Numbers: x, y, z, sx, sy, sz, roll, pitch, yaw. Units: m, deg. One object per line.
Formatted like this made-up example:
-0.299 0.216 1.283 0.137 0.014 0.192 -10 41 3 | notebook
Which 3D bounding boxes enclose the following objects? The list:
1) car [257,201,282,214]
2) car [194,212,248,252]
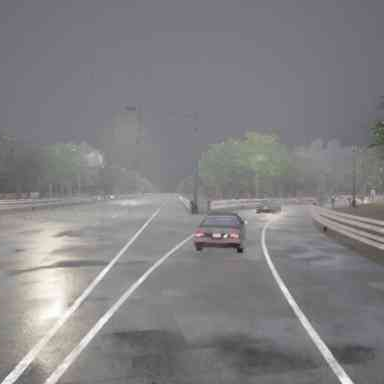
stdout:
8.420 1.617 35.997 1.994 1.385 4.181 0 0 25 | car
1.315 1.560 14.044 2.033 1.411 5.357 0 0 10 | car
